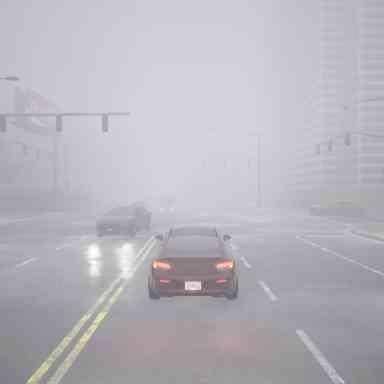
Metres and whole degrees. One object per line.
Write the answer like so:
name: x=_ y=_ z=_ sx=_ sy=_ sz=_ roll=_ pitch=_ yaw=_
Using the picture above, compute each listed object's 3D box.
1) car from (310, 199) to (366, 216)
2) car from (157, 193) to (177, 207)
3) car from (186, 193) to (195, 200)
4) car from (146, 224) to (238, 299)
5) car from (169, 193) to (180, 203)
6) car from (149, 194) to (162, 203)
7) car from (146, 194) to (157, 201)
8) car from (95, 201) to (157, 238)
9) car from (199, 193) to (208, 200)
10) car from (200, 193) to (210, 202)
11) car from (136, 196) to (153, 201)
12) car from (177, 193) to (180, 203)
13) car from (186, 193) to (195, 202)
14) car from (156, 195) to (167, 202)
car: x=13.785 y=1.477 z=31.561 sx=5.008 sy=1.535 sz=1.882 roll=0 pitch=0 yaw=-1
car: x=-3.859 y=1.221 z=51.280 sx=2.150 sy=2.045 sz=5.566 roll=0 pitch=0 yaw=-4
car: x=-0.402 y=1.184 z=88.388 sx=2.097 sy=1.767 sz=4.553 roll=0 pitch=0 yaw=0
car: x=0.028 y=1.526 z=8.307 sx=1.812 sy=1.442 sz=4.674 roll=0 pitch=0 yaw=0
car: x=-3.826 y=1.225 z=72.066 sx=2.150 sy=2.045 sz=5.566 roll=0 pitch=0 yaw=0
car: x=-7.328 y=1.352 z=67.082 sx=2.097 sy=1.767 sz=4.553 roll=0 pitch=0 yaw=0
car: x=-7.341 y=1.525 z=57.029 sx=1.812 sy=1.442 sz=4.674 roll=0 pitch=0 yaw=0
car: x=-3.549 y=1.477 z=17.942 sx=1.882 sy=1.535 sz=5.008 roll=-1 pitch=0 yaw=7
car: x=3.098 y=1.184 z=88.404 sx=2.097 sy=1.767 sz=4.553 roll=0 pitch=0 yaw=0
car: x=3.146 y=1.515 z=78.116 sx=2.128 sy=1.511 sz=4.902 roll=0 pitch=0 yaw=0
car: x=-7.307 y=1.601 z=48.203 sx=1.895 sy=1.301 sz=4.718 roll=0 pitch=0 yaw=0
car: x=-3.841 y=1.221 z=61.637 sx=2.150 sy=2.045 sz=5.566 roll=0 pitch=0 yaw=0
car: x=-0.356 y=1.584 z=78.483 sx=1.895 sy=1.301 sz=4.718 roll=0 pitch=0 yaw=0
car: x=-7.363 y=1.516 z=79.996 sx=2.128 sy=1.511 sz=4.902 roll=0 pitch=0 yaw=0
